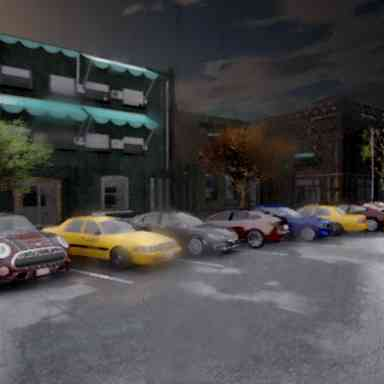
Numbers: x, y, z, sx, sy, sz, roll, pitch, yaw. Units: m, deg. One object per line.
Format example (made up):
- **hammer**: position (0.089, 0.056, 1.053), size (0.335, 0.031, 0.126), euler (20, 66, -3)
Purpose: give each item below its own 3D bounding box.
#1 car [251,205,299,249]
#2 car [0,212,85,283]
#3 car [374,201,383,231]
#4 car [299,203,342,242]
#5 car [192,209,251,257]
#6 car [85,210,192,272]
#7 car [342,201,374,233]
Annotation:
- **car**: position (1.804, 1.468, 14.419), size (4.792, 1.488, 2.163), euler (-1, 0, 35)
- **car**: position (-5.427, 1.358, 9.282), size (4.553, 1.767, 2.185), euler (-1, -1, 35)
- **car**: position (9.065, 1.393, 19.559), size (5.008, 1.535, 2.097), euler (-1, 0, 34)
- **car**: position (4.236, 1.423, 16.117), size (5.008, 1.535, 2.097), euler (-1, -1, 35)
- **car**: position (-0.586, 1.455, 12.691), size (4.892, 1.521, 2.231), euler (-1, -1, 35)
- **car**: position (-2.835, 1.462, 10.879), size (5.366, 1.575, 1.946), euler (-1, -1, 35)
- **car**: position (6.495, 1.408, 17.938), size (5.366, 1.575, 1.946), euler (-1, 0, 35)
